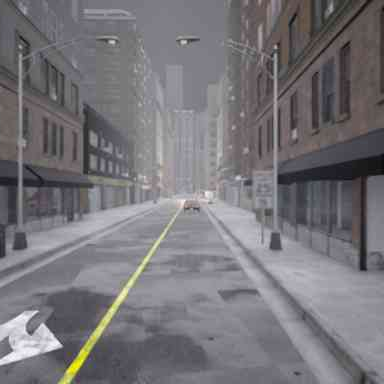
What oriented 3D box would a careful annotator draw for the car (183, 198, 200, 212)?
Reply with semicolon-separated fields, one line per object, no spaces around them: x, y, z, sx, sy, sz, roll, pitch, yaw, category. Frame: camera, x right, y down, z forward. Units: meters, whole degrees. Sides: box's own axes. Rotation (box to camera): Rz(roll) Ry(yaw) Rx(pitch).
-0.023;1.557;37.874;1.895;1.301;4.718;0;0;0;car

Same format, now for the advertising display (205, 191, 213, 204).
3.097;0.951;60.221;1.540;2.440;0.280;0;0;0;advertising display

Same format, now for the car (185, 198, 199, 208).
-0.025;1.542;48.661;1.895;1.301;4.718;0;0;0;car
